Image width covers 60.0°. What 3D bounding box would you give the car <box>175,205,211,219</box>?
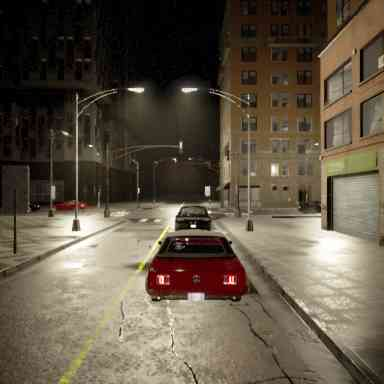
[{"bbox_3d":[0.053,1.474,18.362,1.882,1.535,5.008,0,0,0],"label":"car"}]

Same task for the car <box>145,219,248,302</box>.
[{"bbox_3d":[0.079,1.601,8.213,1.895,1.301,4.718,0,0,0],"label":"car"}]

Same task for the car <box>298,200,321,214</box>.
[{"bbox_3d":[12.032,1.415,30.761,4.313,1.339,1.947,0,0,0],"label":"car"}]

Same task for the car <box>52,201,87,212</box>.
[{"bbox_3d":[-14.564,1.702,39.248,4.206,1.307,1.802,0,0,0],"label":"car"}]

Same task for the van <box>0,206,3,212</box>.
[{"bbox_3d":[-20.194,1.426,30.716,3.998,1.788,1.690,0,0,0],"label":"van"}]

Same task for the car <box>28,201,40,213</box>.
[{"bbox_3d":[-20.213,1.726,39.240,4.313,1.339,1.947,0,0,0],"label":"car"}]
